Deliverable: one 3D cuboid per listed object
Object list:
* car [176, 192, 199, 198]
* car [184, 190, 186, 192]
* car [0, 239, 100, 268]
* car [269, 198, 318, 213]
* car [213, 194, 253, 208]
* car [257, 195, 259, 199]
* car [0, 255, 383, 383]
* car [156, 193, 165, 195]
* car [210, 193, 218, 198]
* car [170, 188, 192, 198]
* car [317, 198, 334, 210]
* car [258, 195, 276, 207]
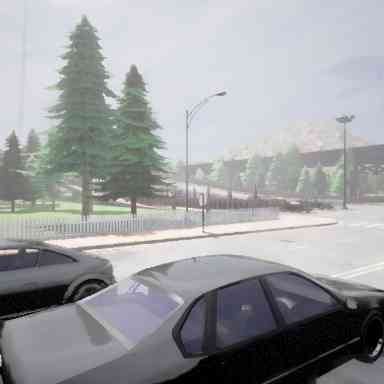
[{"bbox_3d":[-0.534,1.154,51.975,1.994,1.385,4.181,0,3,-37],"label":"car"},{"bbox_3d":[-0.456,0.846,57.692,1.994,1.385,4.181,0,4,-37],"label":"car"},{"bbox_3d":[-3.474,1.564,5.809,4.181,1.385,1.994,0,0,-35],"label":"car"},{"bbox_3d":[10.990,1.600,36.709,1.895,1.301,4.718,0,0,-36],"label":"car"},{"bbox_3d":[5.484,1.453,44.024,2.128,1.511,4.902,0,1,-37],"label":"car"},{"bbox_3d":[10.094,1.282,49.529,2.097,1.767,4.553,0,1,-37],"label":"car"},{"bbox_3d":[0.533,1.547,4.125,5.357,1.411,2.033,0,0,-35],"label":"car"},{"bbox_3d":[-6.612,0.284,60.093,1.837,1.490,4.892,0,6,-37],"label":"car"},{"bbox_3d":[5.524,1.335,49.762,2.128,1.511,4.902,0,2,-37],"label":"car"},{"bbox_3d":[-2.161,0.177,65.858,1.895,1.301,4.718,0,6,-36],"label":"car"},{"bbox_3d":[15.573,1.485,42.315,2.128,1.511,4.902,0,0,-37],"label":"car"},{"bbox_3d":[11.297,1.469,42.158,1.882,1.535,5.008,0,0,-37],"label":"car"}]
